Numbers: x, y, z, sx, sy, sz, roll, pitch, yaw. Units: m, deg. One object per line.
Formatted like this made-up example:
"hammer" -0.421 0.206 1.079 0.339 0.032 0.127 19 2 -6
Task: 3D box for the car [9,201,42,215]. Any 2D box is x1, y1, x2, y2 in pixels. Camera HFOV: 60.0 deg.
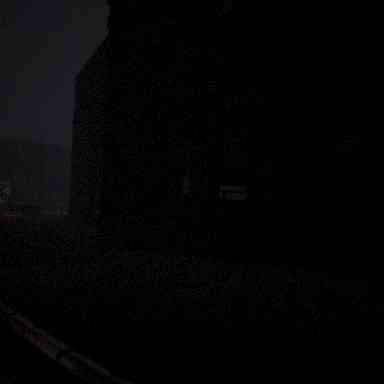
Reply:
"car" -19.802 1.840 39.844 1.882 1.535 5.008 4 -1 3

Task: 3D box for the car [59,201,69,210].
"car" -18.627 2.138 51.753 2.128 1.511 4.902 4 -1 11
